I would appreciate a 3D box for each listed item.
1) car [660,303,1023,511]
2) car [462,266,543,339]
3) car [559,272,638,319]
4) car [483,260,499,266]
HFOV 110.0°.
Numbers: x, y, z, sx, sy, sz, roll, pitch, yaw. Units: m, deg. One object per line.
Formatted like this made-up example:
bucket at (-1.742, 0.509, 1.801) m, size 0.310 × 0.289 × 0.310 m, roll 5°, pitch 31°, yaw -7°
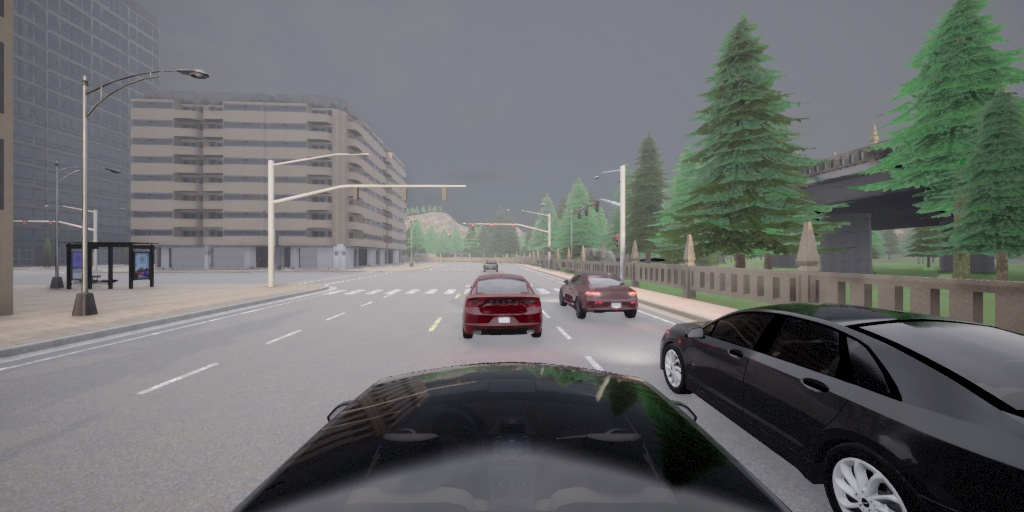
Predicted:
car at (3.257, 1.255, 3.775) m, size 1.837 × 1.490 × 4.892 m, roll 0°, pitch 0°, yaw 0°
car at (-0.341, 1.228, 10.190) m, size 1.882 × 1.535 × 5.008 m, roll 0°, pitch 0°, yaw -4°
car at (2.922, 1.276, 12.765) m, size 1.812 × 1.442 × 4.674 m, roll 0°, pitch 0°, yaw -3°
car at (-2.705, 1.242, 45.802) m, size 2.128 × 1.511 × 4.902 m, roll 0°, pitch 0°, yaw -4°
